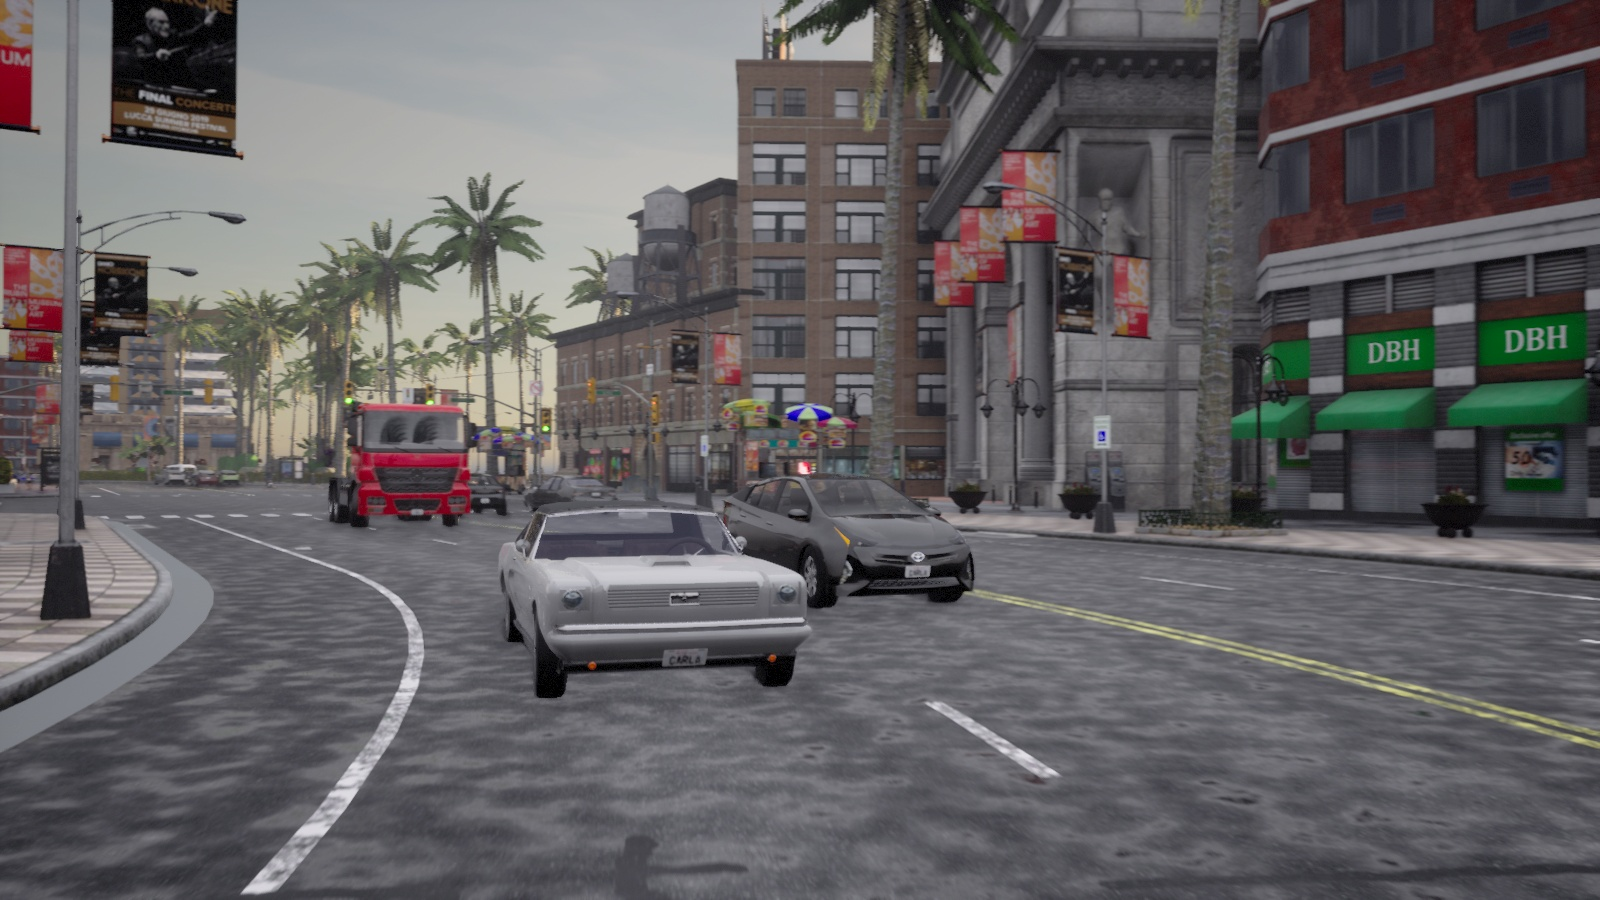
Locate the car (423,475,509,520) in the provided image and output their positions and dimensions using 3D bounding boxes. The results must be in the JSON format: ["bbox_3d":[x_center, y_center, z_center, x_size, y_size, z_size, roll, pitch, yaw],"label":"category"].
[{"bbox_3d":[-11.769,1.628,44.119,1.816,1.474,4.193,0,-1,-31],"label":"car"}]

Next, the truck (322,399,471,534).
[{"bbox_3d":[-11.868,0.504,36.434,2.891,3.462,7.936,0,-1,-27],"label":"truck"}]

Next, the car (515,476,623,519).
[{"bbox_3d":[-8.411,1.665,45.331,2.033,1.411,5.357,0,-1,-31],"label":"car"}]

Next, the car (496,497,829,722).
[{"bbox_3d":[-1.406,1.097,10.404,1.895,1.301,4.718,0,-1,-17],"label":"car"}]

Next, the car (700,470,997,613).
[{"bbox_3d":[0.417,1.026,15.941,2.007,1.525,4.514,0,-1,-23],"label":"car"}]
